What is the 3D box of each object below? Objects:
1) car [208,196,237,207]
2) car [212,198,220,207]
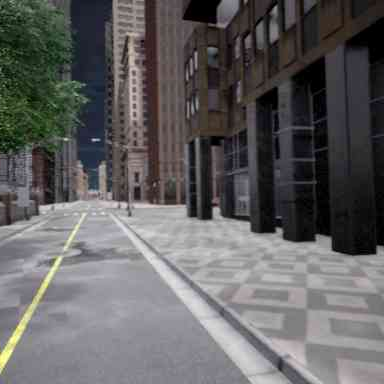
[{"bbox_3d":[5.709,1.837,62.625,5.009,1.841,2.192,-1,-2,-16],"label":"car"},{"bbox_3d":[2.872,1.759,52.918,4.097,1.590,1.967,-1,-2,-16],"label":"car"}]
